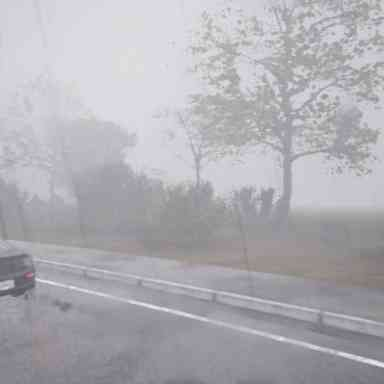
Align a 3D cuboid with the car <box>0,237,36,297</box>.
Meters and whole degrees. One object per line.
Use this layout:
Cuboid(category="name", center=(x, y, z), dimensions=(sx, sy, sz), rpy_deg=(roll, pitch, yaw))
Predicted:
Cuboid(category="car", center=(-5.315, 1.511, 7.191), dimensions=(4.674, 1.442, 1.812), rpy_deg=(0, 0, 31))
